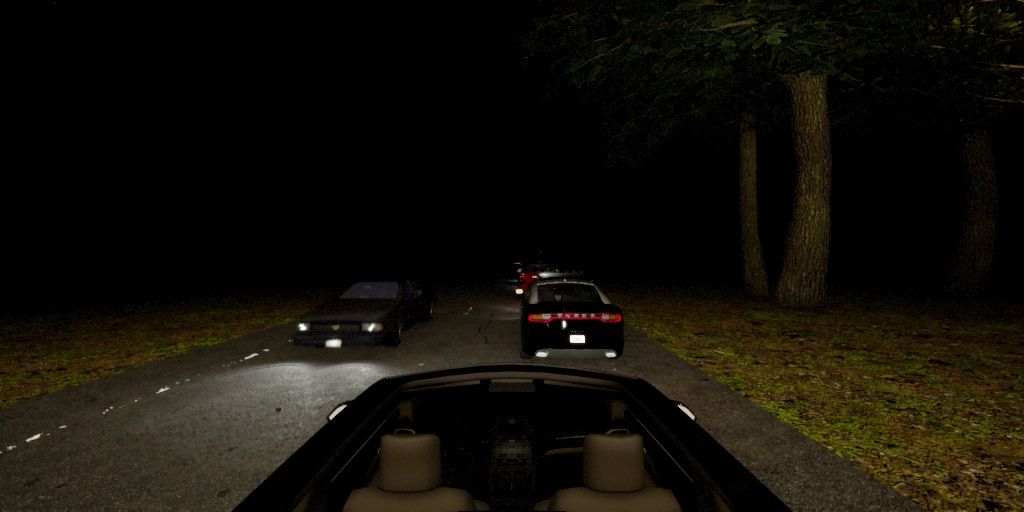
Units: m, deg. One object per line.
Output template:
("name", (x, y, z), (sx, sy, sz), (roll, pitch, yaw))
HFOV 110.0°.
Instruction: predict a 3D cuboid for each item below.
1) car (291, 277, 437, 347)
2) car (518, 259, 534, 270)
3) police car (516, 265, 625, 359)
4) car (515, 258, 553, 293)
("car", (-3.383, 1.290, 9.549), (2.033, 1.411, 5.357), (0, 0, 1))
("car", (2.052, 1.230, 50.919), (2.033, 1.411, 5.357), (0, 0, 4))
("police car", (1.125, 1.170, 8.528), (1.930, 1.638, 5.238), (0, 0, 1))
("car", (1.342, 1.083, 18.349), (2.097, 1.767, 4.553), (0, 0, 2))
